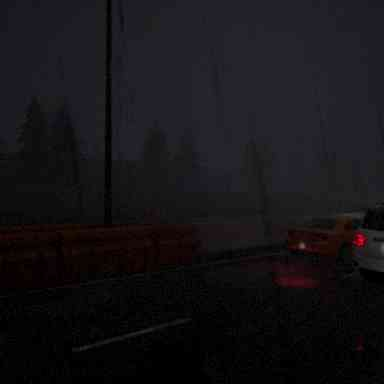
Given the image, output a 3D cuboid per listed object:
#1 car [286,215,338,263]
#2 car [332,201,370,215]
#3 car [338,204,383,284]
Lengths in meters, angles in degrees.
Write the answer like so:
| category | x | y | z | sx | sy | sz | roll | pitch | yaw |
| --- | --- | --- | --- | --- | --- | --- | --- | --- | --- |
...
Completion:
| category | x | y | z | sx | sy | sz | roll | pitch | yaw |
| --- | --- | --- | --- | --- | --- | --- | --- | --- | --- |
| car | 5.585 | 1.606 | 12.333 | 5.008 | 1.535 | 1.882 | 0 | 0 | -37 |
| car | 19.259 | 1.911 | 40.284 | 4.902 | 1.511 | 2.128 | 1 | -1 | -37 |
| car | 6.486 | 1.318 | 8.680 | 5.566 | 2.045 | 2.150 | 1 | -1 | -34 |
